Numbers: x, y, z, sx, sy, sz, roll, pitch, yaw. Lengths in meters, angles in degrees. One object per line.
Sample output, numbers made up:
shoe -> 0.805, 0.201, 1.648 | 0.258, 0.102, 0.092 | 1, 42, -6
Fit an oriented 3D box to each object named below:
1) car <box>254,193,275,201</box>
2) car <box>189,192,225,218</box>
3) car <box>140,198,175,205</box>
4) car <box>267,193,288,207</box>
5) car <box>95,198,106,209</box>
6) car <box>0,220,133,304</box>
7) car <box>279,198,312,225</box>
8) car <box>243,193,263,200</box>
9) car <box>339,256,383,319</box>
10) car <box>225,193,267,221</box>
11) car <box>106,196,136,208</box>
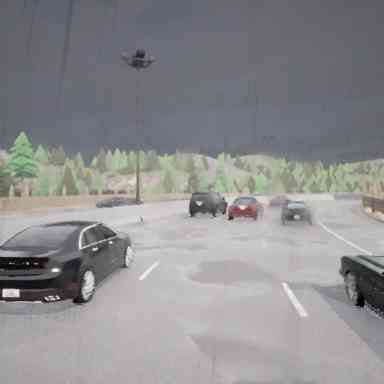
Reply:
car -> 15.434, 0.989, 70.799 | 2.128, 1.511, 4.902 | 0, 0, 43
car -> 1.442, 1.017, 28.082 | 2.150, 2.045, 5.566 | 0, 0, 18
car -> -3.210, 1.311, 36.253 | 2.033, 1.411, 5.357 | 0, 0, 22
car -> 11.415, 1.221, 42.297 | 2.033, 1.411, 5.357 | 0, 0, 31
car -> -9.409, 1.276, 39.357 | 1.837, 1.490, 4.892 | 0, 0, 23
car -> -2.833, 1.446, 8.039 | 1.837, 1.490, 4.892 | 0, 0, 5
car -> 6.992, 1.345, 22.315 | 1.812, 1.442, 4.674 | 0, 0, 16
car -> 13.564, 0.954, 73.892 | 2.128, 1.511, 4.902 | 0, 0, 43
car -> 3.880, 1.562, 4.844 | 1.895, 1.301, 4.718 | 0, 0, 4
car -> 4.207, 1.157, 25.355 | 2.097, 1.767, 4.553 | 0, 0, 18
car -> -6.975, 1.342, 36.004 | 1.994, 1.385, 4.181 | 0, 0, 21
